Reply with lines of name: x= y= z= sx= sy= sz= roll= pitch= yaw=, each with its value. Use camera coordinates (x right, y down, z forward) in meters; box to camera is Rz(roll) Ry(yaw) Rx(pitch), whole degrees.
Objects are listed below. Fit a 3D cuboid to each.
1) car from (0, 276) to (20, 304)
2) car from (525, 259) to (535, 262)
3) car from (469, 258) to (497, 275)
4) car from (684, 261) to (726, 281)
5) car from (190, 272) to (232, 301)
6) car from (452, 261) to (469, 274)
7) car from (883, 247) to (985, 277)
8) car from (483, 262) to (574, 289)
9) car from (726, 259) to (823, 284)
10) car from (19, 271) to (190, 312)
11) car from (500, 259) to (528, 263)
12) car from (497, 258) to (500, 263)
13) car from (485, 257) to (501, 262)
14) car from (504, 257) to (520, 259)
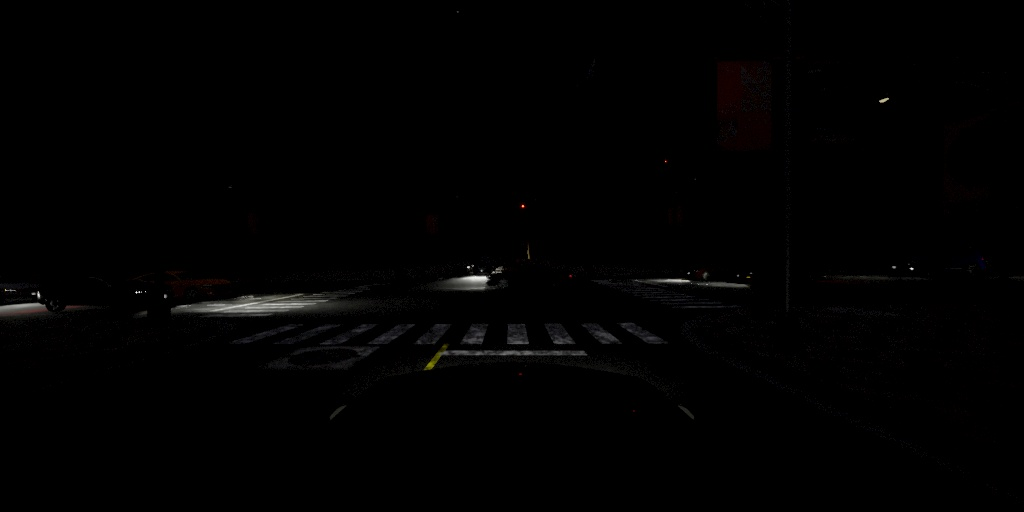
car: x=-27.623 y=1.763 z=18.932 sx=4.674 sy=1.442 sz=1.812 roll=-1 pitch=0 yaw=0
car: x=2.733 y=1.305 z=41.164 sx=2.007 sy=1.370 sz=4.403 roll=0 pitch=0 yaw=0
car: x=-3.117 y=1.246 z=39.094 sx=2.128 sy=1.511 sz=4.902 roll=0 pitch=0 yaw=0
car: x=14.658 y=1.019 z=25.697 sx=4.181 sy=1.385 sz=1.994 roll=-1 pitch=0 yaw=0
car: x=-17.649 y=1.527 z=18.950 sx=5.008 sy=1.535 sz=1.882 roll=-1 pitch=0 yaw=2
car: x=-5.792 y=1.305 z=41.126 sx=2.007 sy=1.370 sz=4.403 roll=0 pitch=0 yaw=0
car: x=30.172 y=0.405 z=25.721 sx=5.566 sy=2.045 sz=2.150 roll=-1 pitch=0 yaw=0
car: x=1.120 y=1.285 z=22.440 sx=5.357 sy=1.411 sz=2.033 roll=-1 pitch=0 yaw=0
car: x=16.567 y=0.931 z=22.451 sx=4.892 sy=1.490 sz=1.837 roll=-1 pitch=0 yaw=0
car: x=-17.626 y=1.546 z=15.706 sx=4.902 sy=1.511 sz=2.128 roll=-1 pitch=0 yaw=2
car: x=0.137 y=1.317 z=35.482 sx=1.994 sy=1.385 sz=4.181 roll=0 pitch=0 yaw=-3
car: x=-3.164 y=1.305 z=48.953 sx=2.033 sy=1.411 sz=5.357 roll=0 pitch=0 yaw=0
car: x=-3.201 y=1.287 z=58.891 sx=1.812 sy=1.442 sz=4.674 roll=0 pitch=0 yaw=0
car: x=-0.043 y=1.242 z=64.698 sx=1.882 sy=1.535 sz=5.008 roll=0 pitch=0 yaw=0
